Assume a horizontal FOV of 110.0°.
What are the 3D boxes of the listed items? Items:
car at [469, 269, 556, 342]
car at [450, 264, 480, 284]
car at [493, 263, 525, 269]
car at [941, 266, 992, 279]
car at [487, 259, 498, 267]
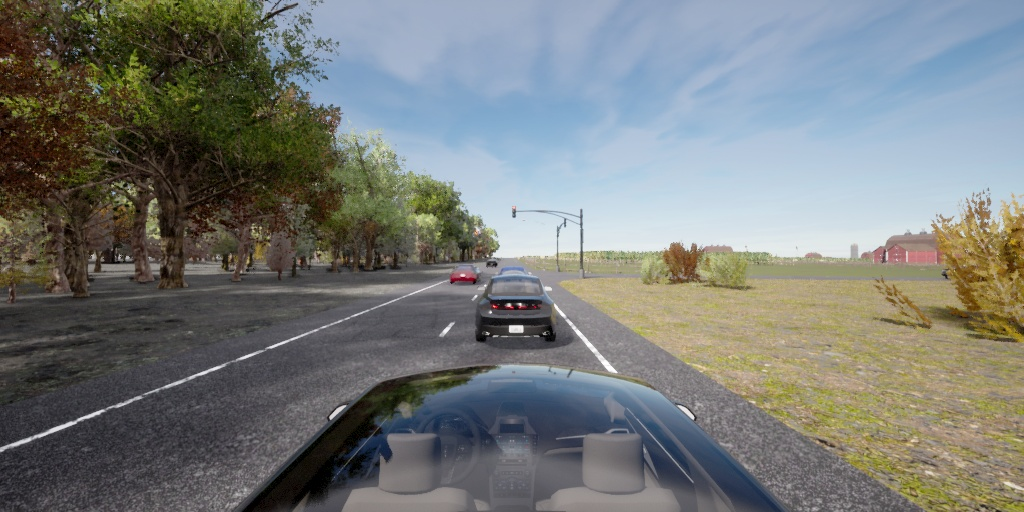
[{"bbox_3d":[0.081,1.257,9.793,1.837,1.490,4.892,0,0,0],"label":"car"},{"bbox_3d":[-3.456,1.320,27.195,1.994,1.385,4.181,0,0,0],"label":"car"},{"bbox_3d":[0.076,1.280,19.042,1.812,1.442,4.674,0,0,0],"label":"car"},{"bbox_3d":[48.434,1.768,37.793,4.902,1.511,2.128,1,-1,0],"label":"car"},{"bbox_3d":[-3.546,1.230,65.263,1.882,1.535,5.008,0,0,0],"label":"car"}]
